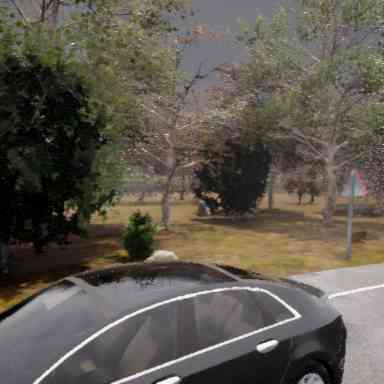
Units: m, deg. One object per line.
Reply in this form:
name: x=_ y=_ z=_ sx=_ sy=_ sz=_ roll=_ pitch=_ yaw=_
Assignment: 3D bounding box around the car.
car: x=-0.622 y=1.490 z=2.958 sx=4.892 sy=1.490 sz=1.837 roll=0 pitch=0 yaw=-33
